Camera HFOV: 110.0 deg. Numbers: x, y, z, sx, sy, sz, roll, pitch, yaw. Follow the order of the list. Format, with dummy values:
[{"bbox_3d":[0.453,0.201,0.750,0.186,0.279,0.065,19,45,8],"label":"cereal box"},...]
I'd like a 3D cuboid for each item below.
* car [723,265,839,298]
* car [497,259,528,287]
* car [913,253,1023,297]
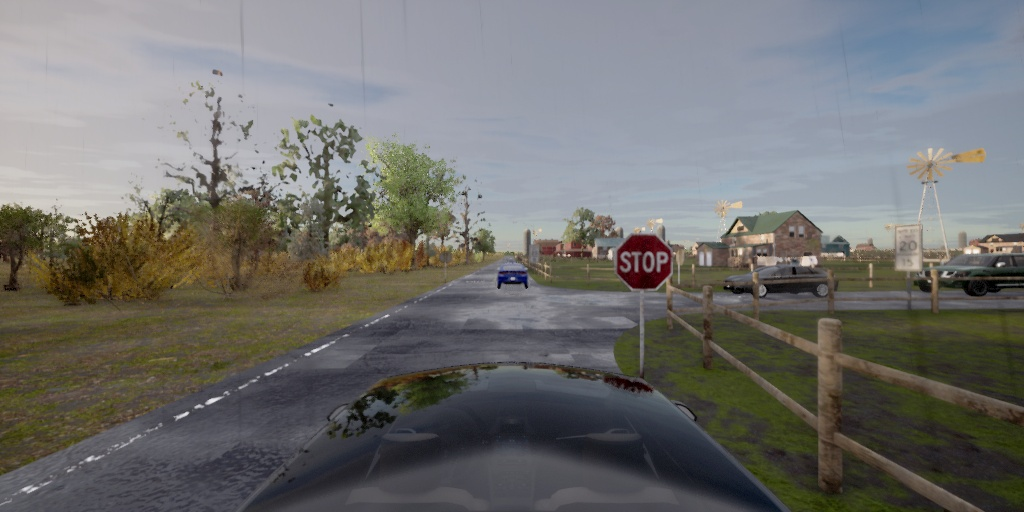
[{"bbox_3d":[12.966,1.201,17.469,4.892,1.490,1.837,0,0,0],"label":"car"},{"bbox_3d":[0.037,1.216,24.162,1.882,1.535,5.008,0,0,0],"label":"car"},{"bbox_3d":[23.334,0.873,17.640,5.566,2.045,2.150,0,0,-1],"label":"car"}]
